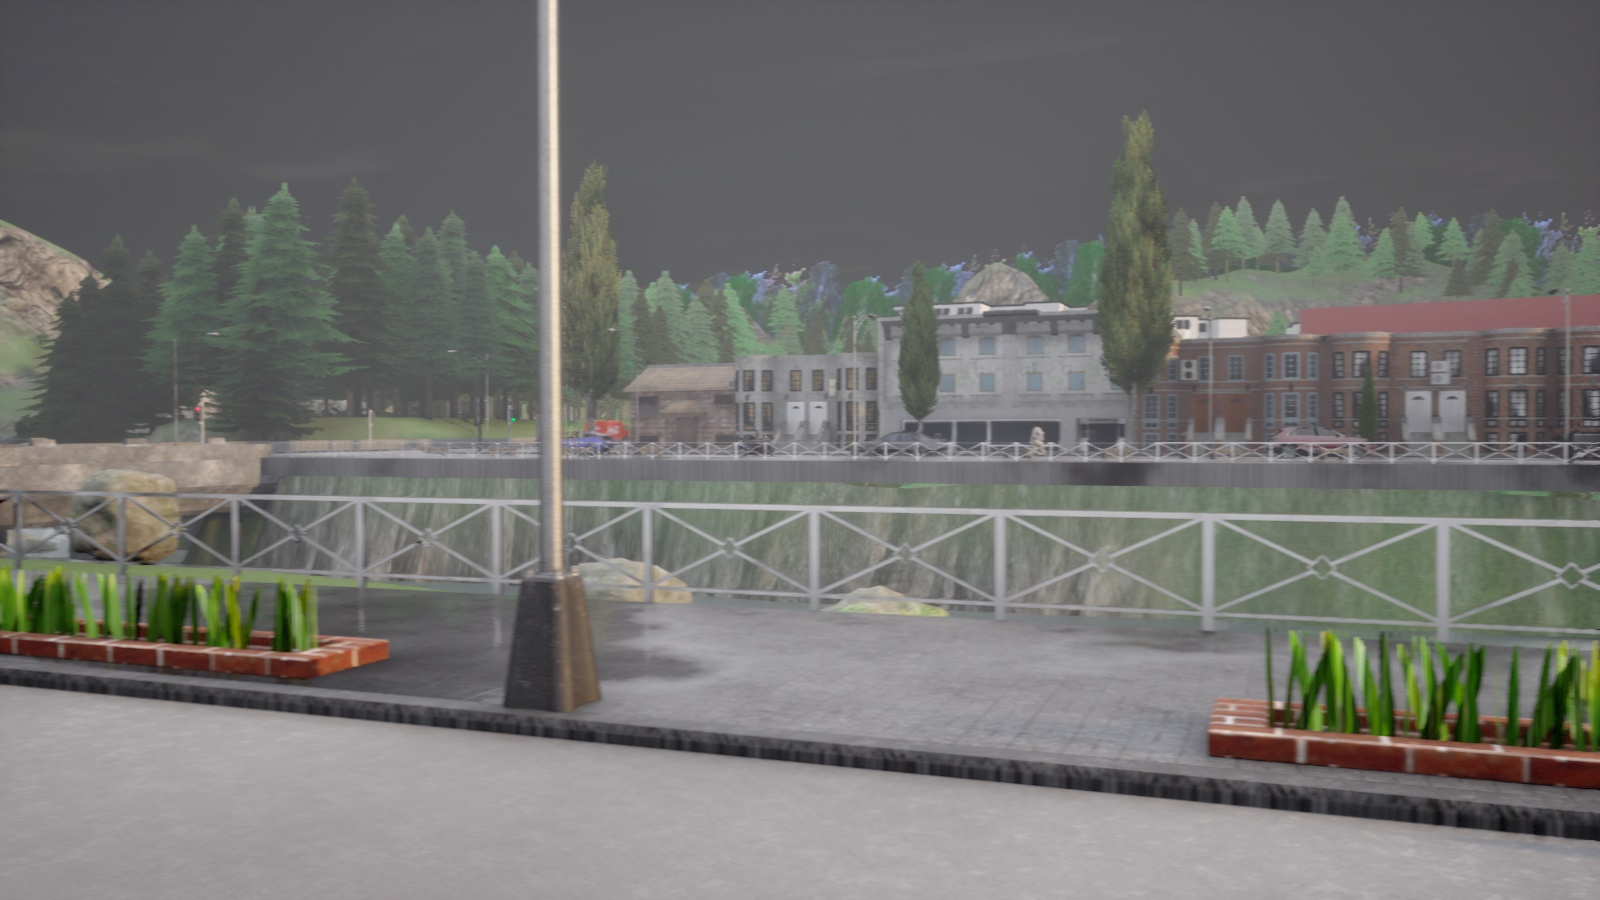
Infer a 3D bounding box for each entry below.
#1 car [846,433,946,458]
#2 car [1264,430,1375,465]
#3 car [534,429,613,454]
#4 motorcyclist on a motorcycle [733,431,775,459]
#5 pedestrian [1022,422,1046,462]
[{"bbox_3d":[5.504,-0.285,71.973,5.357,1.411,2.033,1,1,21],"label":"car"},{"bbox_3d":[24.862,-0.142,60.291,4.856,1.649,2.033,1,1,21],"label":"car"},{"bbox_3d":[-14.342,-0.581,79.557,4.514,1.525,2.007,1,1,21],"label":"car"},{"bbox_3d":[-2.602,-0.307,70.790,2.191,1.530,0.866,1,1,21],"label":"motorcyclist on a motorcycle"},{"bbox_3d":[10.921,-0.383,58.505,0.900,1.855,0.874,1,1,25],"label":"pedestrian"}]
